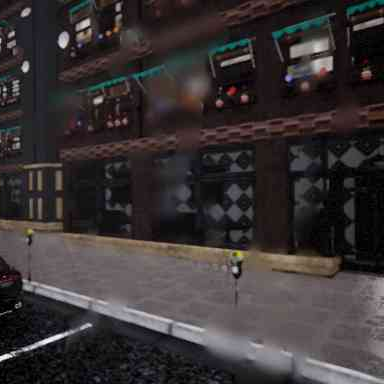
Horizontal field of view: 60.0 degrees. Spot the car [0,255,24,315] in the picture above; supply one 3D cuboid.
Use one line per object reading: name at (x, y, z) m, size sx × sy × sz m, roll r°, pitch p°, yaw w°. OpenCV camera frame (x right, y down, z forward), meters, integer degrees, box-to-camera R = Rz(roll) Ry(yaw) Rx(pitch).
car at (-4.962, 1.611, 6.417) m, size 4.403 × 1.369 × 2.008 m, roll -1°, pitch -1°, yaw 36°
